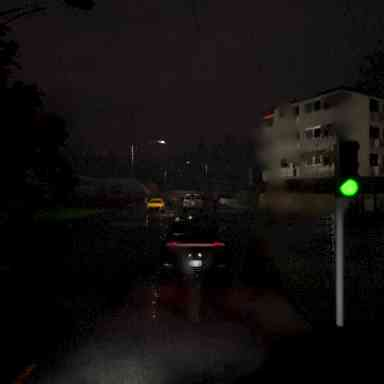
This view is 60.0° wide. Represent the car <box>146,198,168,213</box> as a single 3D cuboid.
[{"bbox_3d":[-4.077,1.552,38.155,1.882,1.535,5.008,0,0,-2],"label":"car"}]

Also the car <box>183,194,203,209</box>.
[{"bbox_3d":[0.101,1.297,38.986,2.150,2.045,5.566,0,0,0],"label":"car"}]

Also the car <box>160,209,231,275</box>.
[{"bbox_3d":[0.092,1.512,10.479,2.128,1.511,4.902,0,0,0],"label":"car"}]

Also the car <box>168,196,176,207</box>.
[{"bbox_3d":[-4.063,1.650,52.584,2.033,1.411,5.357,0,0,0],"label":"car"}]

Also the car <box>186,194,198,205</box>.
[{"bbox_3d":[0.004,1.350,65.206,2.150,2.045,5.566,0,0,0],"label":"car"}]
